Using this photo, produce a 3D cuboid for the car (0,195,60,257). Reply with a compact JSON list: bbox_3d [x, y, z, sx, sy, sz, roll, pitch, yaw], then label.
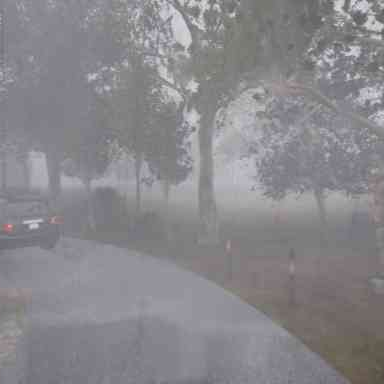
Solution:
[{"bbox_3d":[-7.145,1.172,12.731,5.566,2.045,2.150,1,4,43],"label":"car"}]
